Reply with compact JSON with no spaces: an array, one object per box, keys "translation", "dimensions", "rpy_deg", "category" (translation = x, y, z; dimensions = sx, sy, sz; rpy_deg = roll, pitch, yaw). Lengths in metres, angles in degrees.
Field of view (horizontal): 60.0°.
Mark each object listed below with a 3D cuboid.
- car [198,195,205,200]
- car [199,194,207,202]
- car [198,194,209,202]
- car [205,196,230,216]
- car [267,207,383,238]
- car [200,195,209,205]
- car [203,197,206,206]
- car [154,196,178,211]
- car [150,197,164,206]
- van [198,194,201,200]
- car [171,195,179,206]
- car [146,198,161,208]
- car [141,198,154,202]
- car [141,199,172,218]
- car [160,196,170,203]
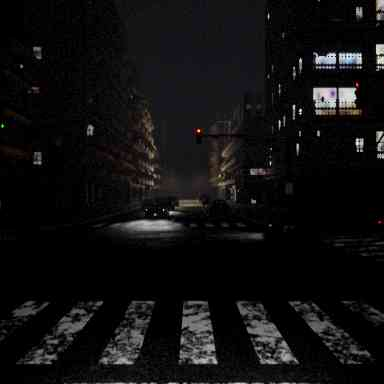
[{"translation":[2.631,1.586,93.929],"dimensions":[1.887,1.381,4.507],"rpy_deg":[0,0,0],"category":"car"},{"translation":[2.653,1.599,60.724],"dimensions":[1.802,1.307,4.206],"rpy_deg":[0,0,0],"category":"car"},{"translation":[2.643,1.343,77.327],"dimensions":[2.192,1.841,5.009],"rpy_deg":[0,0,0],"category":"car"},{"translation":[2.671,1.446,33.053],"dimensions":[1.967,1.590,4.097],"rpy_deg":[0,0,0],"category":"car"},{"translation":[6.481,1.468,16.602],"dimensions":[5.357,1.411,2.033],"rpy_deg":[-2,0,11],"category":"car"},{"translation":[2.657,1.596,55.190],"dimensions":[1.802,1.307,4.206],"rpy_deg":[0,0,0],"category":"car"},{"translation":[2.667,1.559,38.587],"dimensions":[2.008,1.369,4.403],"rpy_deg":[0,0,0],"category":"car"},{"translation":[-3.115,1.572,40.353],"dimensions":[1.994,1.385,4.181],"rpy_deg":[0,0,1],"category":"car"},{"translation":[-5.724,1.580,55.186],"dimensions":[1.947,1.339,4.313],"rpy_deg":[0,0,0],"category":"car"},{"translation":[2.650,1.361,66.259],"dimensions":[1.690,1.788,3.998],"rpy_deg":[0,0,0],"category":"van"},{"translation":[-3.119,1.363,51.146],"dimensions":[2.097,1.767,4.553],"rpy_deg":[0,0,0],"category":"car"},{"translation":[-5.720,1.593,49.651],"dimensions":[1.802,1.307,4.206],"rpy_deg":[0,0,0],"category":"car"},{"translation":[-5.717,1.560,44.116],"dimensions":[2.008,1.369,4.403],"rpy_deg":[0,0,0],"category":"car"},{"translation":[-3.118,1.606,30.419],"dimensions":[1.895,1.301,4.718],"rpy_deg":[0,0,0],"category":"car"},{"translation":[-5.735,1.569,71.787],"dimensions":[1.887,1.381,4.507],"rpy_deg":[0,0,0],"category":"car"}]
